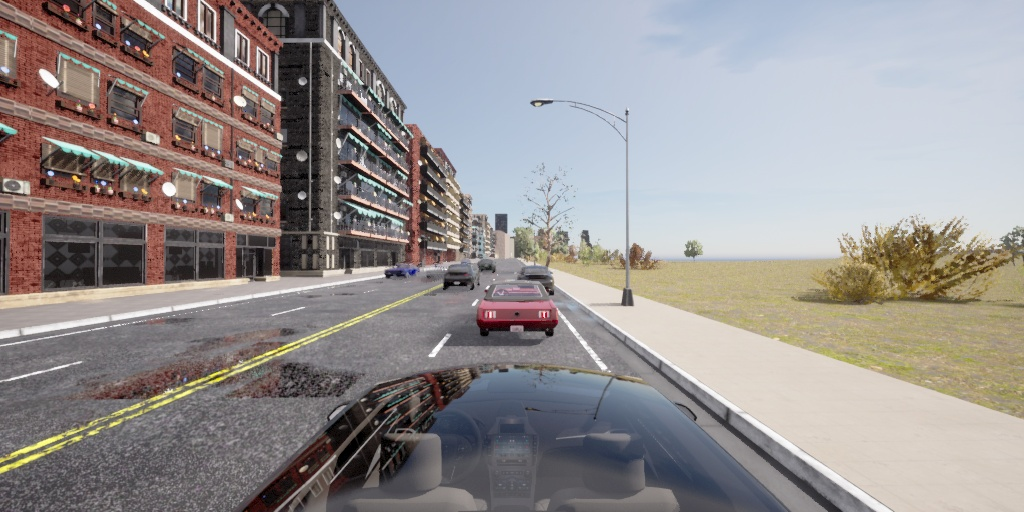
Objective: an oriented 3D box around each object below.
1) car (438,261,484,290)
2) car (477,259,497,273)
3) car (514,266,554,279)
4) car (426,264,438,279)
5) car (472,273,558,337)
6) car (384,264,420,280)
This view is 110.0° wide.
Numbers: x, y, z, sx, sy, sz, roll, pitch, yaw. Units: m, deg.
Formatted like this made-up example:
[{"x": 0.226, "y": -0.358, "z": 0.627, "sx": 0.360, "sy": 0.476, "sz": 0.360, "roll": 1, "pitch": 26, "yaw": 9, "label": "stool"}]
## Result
[{"x": -3.072, "y": 1.257, "z": 22.486, "sx": 1.837, "sy": 1.490, "sz": 4.892, "roll": 0, "pitch": 0, "yaw": 0, "label": "car"}, {"x": -2.988, "y": 1.106, "z": 44.167, "sx": 2.097, "sy": 1.767, "sz": 4.553, "roll": 0, "pitch": 0, "yaw": 0, "label": "car"}, {"x": 1.204, "y": 1.257, "z": 19.505, "sx": 1.837, "sy": 1.490, "sz": 4.892, "roll": 0, "pitch": 0, "yaw": 0, "label": "car"}, {"x": -6.482, "y": 1.353, "z": 32.753, "sx": 1.895, "sy": 1.301, "sz": 4.718, "roll": 0, "pitch": 0, "yaw": 0, "label": "car"}, {"x": 0.131, "y": 1.352, "z": 10.305, "sx": 1.895, "sy": 1.301, "sz": 4.718, "roll": 0, "pitch": 0, "yaw": 0, "label": "car"}, {"x": -9.736, "y": 1.353, "z": 31.946, "sx": 1.895, "sy": 1.301, "sz": 4.718, "roll": 0, "pitch": 0, "yaw": 0, "label": "car"}]
